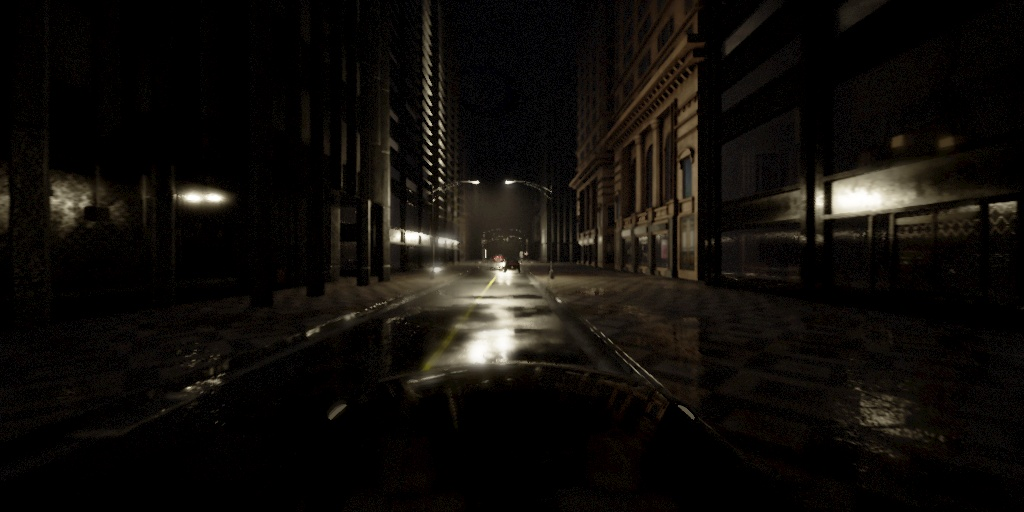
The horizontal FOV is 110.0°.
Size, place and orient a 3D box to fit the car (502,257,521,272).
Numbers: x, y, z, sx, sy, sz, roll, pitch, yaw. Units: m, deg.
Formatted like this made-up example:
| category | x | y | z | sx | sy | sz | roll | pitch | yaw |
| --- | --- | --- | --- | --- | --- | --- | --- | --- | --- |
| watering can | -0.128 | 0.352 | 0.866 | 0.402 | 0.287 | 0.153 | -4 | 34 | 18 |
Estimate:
| category | x | y | z | sx | sy | sz | roll | pitch | yaw |
| --- | --- | --- | --- | --- | --- | --- | --- | --- | --- |
| car | 0.044 | 1.151 | 44.809 | 1.882 | 1.535 | 5.008 | 0 | 0 | 0 |
